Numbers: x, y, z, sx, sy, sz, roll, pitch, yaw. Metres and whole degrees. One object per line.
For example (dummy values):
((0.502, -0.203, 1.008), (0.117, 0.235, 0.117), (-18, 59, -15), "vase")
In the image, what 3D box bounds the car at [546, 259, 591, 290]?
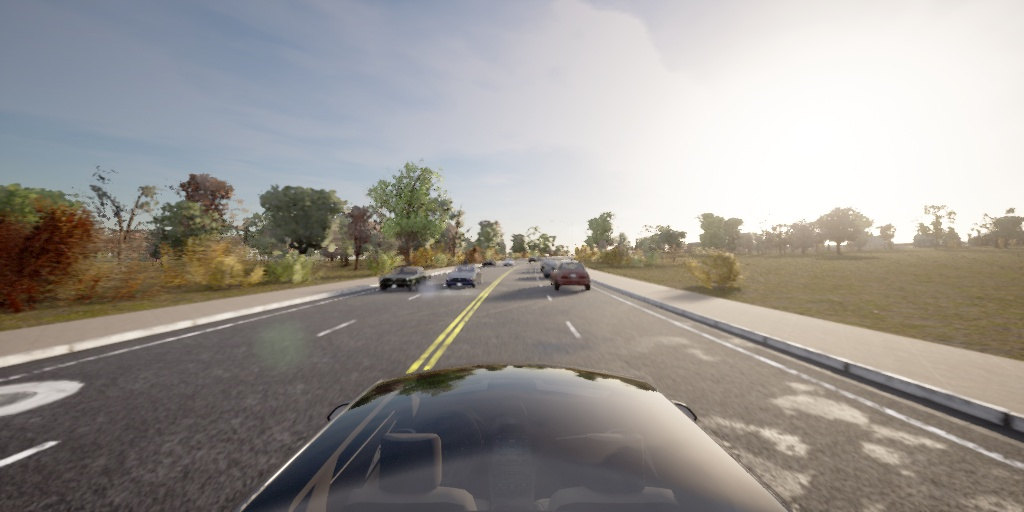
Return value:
((3.538, 1.104, 22.458), (2.097, 1.767, 4.553), (0, 0, 2), "car")

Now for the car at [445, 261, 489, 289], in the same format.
((-3.006, 1.286, 23.647), (2.033, 1.411, 5.357), (0, 0, 2), "car")

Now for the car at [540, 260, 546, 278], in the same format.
((3.941, 1.302, 33.406), (1.994, 1.385, 4.181), (0, 0, 3), "car")

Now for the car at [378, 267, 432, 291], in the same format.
((-6.319, 1.335, 21.581), (1.895, 1.301, 4.718), (0, 0, 2), "car")

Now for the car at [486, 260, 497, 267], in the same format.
((-3.919, 1.266, 62.844), (1.895, 1.301, 4.718), (0, 0, 5), "car")

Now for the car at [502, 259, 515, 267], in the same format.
((-0.529, 1.184, 64.278), (1.812, 1.442, 4.674), (0, 0, 5), "car")

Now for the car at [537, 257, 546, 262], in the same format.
((4.514, 1.222, 44.347), (2.163, 1.488, 4.792), (0, 0, 3), "car")
